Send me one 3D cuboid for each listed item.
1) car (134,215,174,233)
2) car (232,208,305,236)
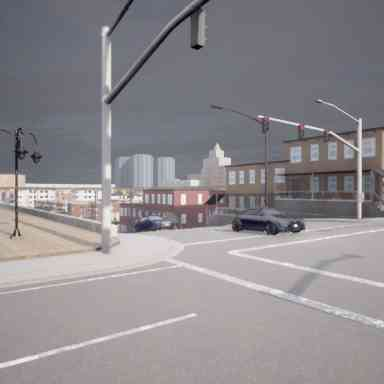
[{"bbox_3d":[-3.391,2.731,28.744,1.812,1.442,4.674,0,-9,-36],"label":"car"},{"bbox_3d":[4.106,1.577,18.427,1.994,1.385,4.181,0,-2,-35],"label":"car"}]
